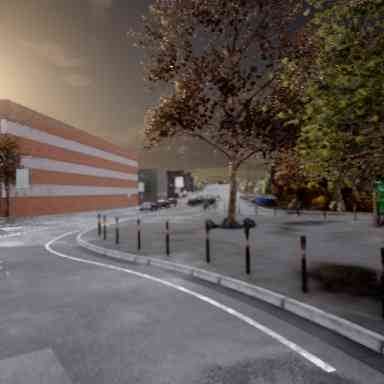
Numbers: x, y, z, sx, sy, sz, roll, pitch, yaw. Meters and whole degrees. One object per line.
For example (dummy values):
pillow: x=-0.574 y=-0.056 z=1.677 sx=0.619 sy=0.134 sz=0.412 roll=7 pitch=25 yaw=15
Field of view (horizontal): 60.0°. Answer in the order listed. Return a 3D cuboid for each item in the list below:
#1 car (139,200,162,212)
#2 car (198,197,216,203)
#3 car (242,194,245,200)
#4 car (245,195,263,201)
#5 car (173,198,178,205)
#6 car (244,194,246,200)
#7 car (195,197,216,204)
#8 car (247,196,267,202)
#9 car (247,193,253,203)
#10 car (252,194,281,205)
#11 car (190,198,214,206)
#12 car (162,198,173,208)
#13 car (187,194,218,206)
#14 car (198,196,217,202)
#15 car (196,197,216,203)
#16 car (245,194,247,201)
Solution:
car: x=-6.257 y=2.098 z=48.674 sx=2.033 sy=1.411 sz=5.357 roll=-1 pitch=0 yaw=6
car: x=4.050 y=2.060 z=87.828 sx=4.674 sy=1.452 sz=2.002 roll=-1 pitch=0 yaw=6
car: x=16.847 y=1.787 z=89.611 sx=5.008 sy=1.535 sz=2.097 roll=-1 pitch=0 yaw=6
car: x=17.156 y=1.673 z=92.418 sx=4.553 sy=1.767 sz=2.185 roll=-1 pitch=0 yaw=6
car: x=-4.057 y=1.977 z=69.621 sx=1.837 sy=1.490 sz=4.892 roll=-1 pitch=0 yaw=6
car: x=16.010 y=1.752 z=81.056 sx=5.008 sy=1.535 sz=2.097 roll=-1 pitch=0 yaw=6
car: x=3.230 y=2.025 z=79.390 sx=4.674 sy=1.452 sz=2.002 roll=-1 pitch=0 yaw=6
car: x=16.320 y=1.793 z=83.864 sx=4.792 sy=1.488 sz=2.163 roll=-1 pitch=0 yaw=6
car: x=14.624 y=1.439 z=67.132 sx=5.566 sy=2.045 sz=2.435 roll=-1 pitch=0 yaw=6
car: x=14.028 y=1.526 z=61.382 sx=4.553 sy=1.767 sz=2.185 roll=-1 pitch=0 yaw=6
car: x=2.123 y=1.973 z=68.140 sx=4.674 sy=1.452 sz=2.002 roll=-1 pitch=0 yaw=6
car: x=-5.180 y=2.086 z=59.268 sx=1.882 sy=1.535 sz=5.008 roll=-1 pitch=0 yaw=6
car: x=1.816 y=1.667 z=65.333 sx=5.566 sy=2.045 sz=2.435 roll=-1 pitch=0 yaw=6
car: x=4.418 y=2.043 z=93.470 sx=5.366 sy=1.575 sz=1.946 roll=-1 pitch=0 yaw=6
car: x=3.473 y=2.027 z=82.206 sx=4.792 sy=1.488 sz=2.163 roll=-1 pitch=0 yaw=6
car: x=15.735 y=1.741 z=78.246 sx=5.008 sy=1.535 sz=2.097 roll=-1 pitch=0 yaw=6
